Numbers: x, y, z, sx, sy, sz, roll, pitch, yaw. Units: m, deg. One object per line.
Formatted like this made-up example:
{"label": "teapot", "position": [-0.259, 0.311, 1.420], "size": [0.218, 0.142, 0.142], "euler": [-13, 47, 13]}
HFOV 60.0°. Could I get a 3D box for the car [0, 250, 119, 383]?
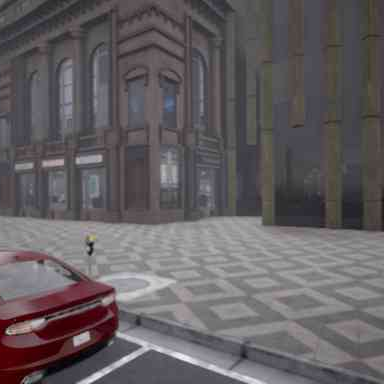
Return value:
{"label": "car", "position": [-3.105, 1.596, 5.176], "size": [4.507, 1.381, 1.887], "euler": [-1, 0, 35]}
